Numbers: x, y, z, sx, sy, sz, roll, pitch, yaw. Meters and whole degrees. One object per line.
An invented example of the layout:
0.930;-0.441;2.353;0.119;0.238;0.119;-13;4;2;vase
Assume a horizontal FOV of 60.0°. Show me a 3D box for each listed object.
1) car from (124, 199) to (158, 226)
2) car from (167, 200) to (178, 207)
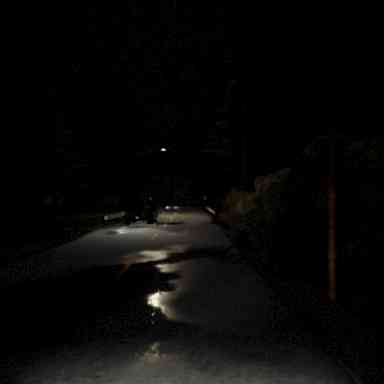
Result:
-4.114;1.614;27.699;2.150;2.045;5.566;0;-1;0;car
-4.216;2.592;72.494;2.097;1.767;4.553;0;-1;0;car
